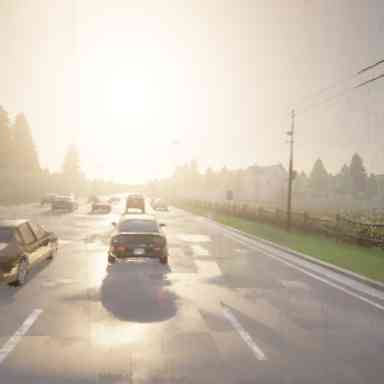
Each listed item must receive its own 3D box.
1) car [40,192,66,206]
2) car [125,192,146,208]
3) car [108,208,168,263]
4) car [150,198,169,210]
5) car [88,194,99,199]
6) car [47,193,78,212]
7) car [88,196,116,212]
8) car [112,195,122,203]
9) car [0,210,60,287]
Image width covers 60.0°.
[{"bbox_3d":[-18.099,1.007,42.937,1.837,1.490,4.892,3,0,-10],"label":"car"},{"bbox_3d":[-6.347,1.216,37.281,2.150,2.045,5.566,3,0,-10],"label":"car"},{"bbox_3d":[-1.905,1.529,11.826,1.812,1.442,4.674,3,0,-10],"label":"car"},{"bbox_3d":[-4.391,1.674,45.729,1.812,1.442,4.674,3,0,-10],"label":"car"},{"bbox_3d":[-17.183,1.168,58.553,1.837,1.490,4.892,3,0,-10],"label":"car"},{"bbox_3d":[-12.860,1.149,33.866,1.882,1.535,5.008,3,0,-10],"label":"car"},{"bbox_3d":[-9.720,1.433,36.173,1.895,1.301,4.718,3,0,-10],"label":"car"},{"bbox_3d":[-14.436,1.313,63.120,2.128,1.511,4.902,3,-1,-10],"label":"car"},{"bbox_3d":[-4.907,1.390,8.684,2.033,1.411,5.357,3,0,-10],"label":"car"}]
